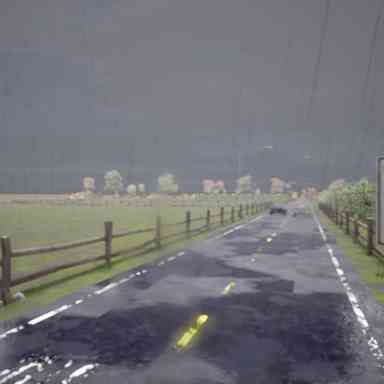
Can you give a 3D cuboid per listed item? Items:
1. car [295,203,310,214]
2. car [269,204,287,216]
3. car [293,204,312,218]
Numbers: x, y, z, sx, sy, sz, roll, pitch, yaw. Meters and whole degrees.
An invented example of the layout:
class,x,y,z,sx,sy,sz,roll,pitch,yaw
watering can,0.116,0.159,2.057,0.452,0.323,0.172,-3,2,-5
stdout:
class,x,y,z,sx,sy,sz,roll,pitch,yaw
car,15.162,2.224,45.545,1.895,1.301,4.718,0,-1,19
car,10.507,2.127,40.436,1.895,1.301,4.718,0,-1,19
car,12.009,2.041,36.155,2.033,1.411,5.357,0,-1,19
